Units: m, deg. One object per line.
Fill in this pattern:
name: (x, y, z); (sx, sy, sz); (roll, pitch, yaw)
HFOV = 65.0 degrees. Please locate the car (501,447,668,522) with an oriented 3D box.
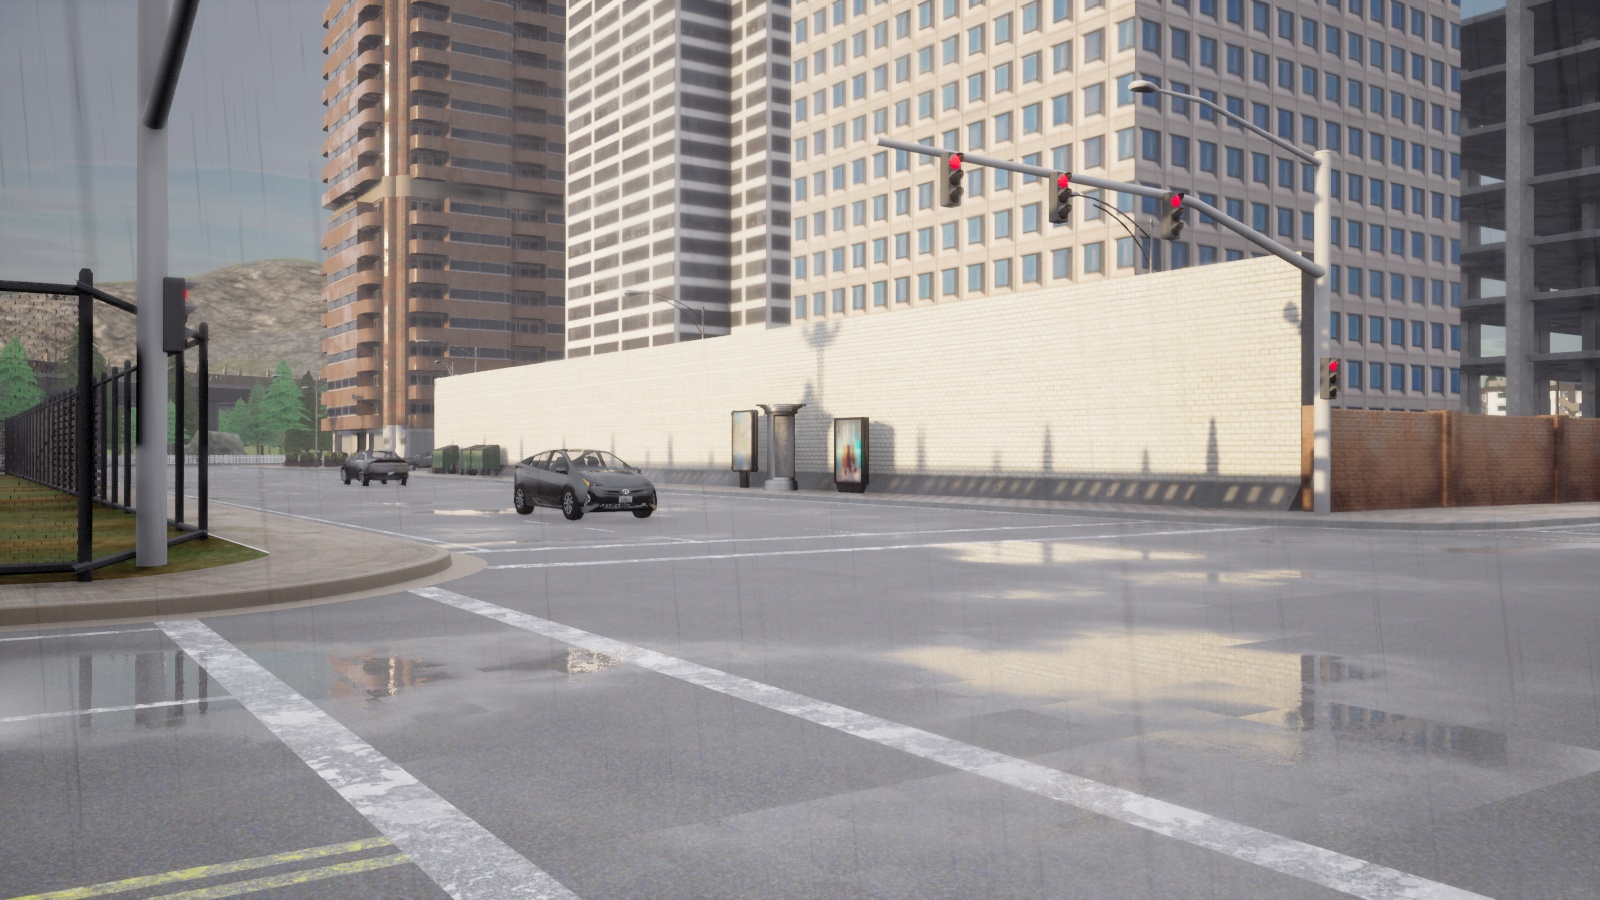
car: (-4.923, 0.716, 28.198); (2.007, 1.525, 4.514); (0, 0, -34)

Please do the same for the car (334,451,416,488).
car: (-18.331, 0.817, 54.016); (2.128, 1.511, 4.902); (0, 0, -34)
